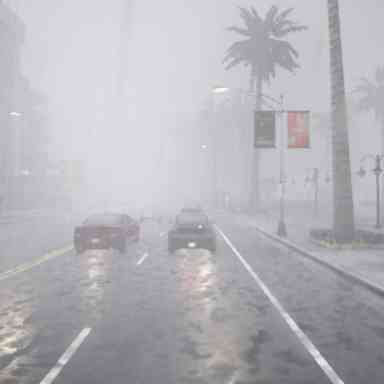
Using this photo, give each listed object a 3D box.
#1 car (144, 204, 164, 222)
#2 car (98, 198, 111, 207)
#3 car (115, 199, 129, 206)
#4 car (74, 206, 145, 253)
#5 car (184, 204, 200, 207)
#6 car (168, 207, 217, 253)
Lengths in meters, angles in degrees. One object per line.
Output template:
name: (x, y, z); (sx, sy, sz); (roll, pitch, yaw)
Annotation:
car: (-3.499, 1.802, 29.368); (1.812, 1.442, 4.674); (0, 0, 0)
car: (-17.076, 1.961, 64.777); (2.097, 1.767, 4.553); (0, -1, -23)
car: (-14.038, 2.166, 66.580); (2.033, 1.411, 5.357); (0, -1, -24)
car: (-3.496, 1.615, 14.469); (1.882, 1.535, 5.008); (0, 0, 0)
car: (0.002, 1.755, 29.475); (1.882, 1.535, 5.008); (0, 0, 0)
car: (0.002, 1.643, 14.314); (1.837, 1.490, 4.892); (0, 0, 0)
